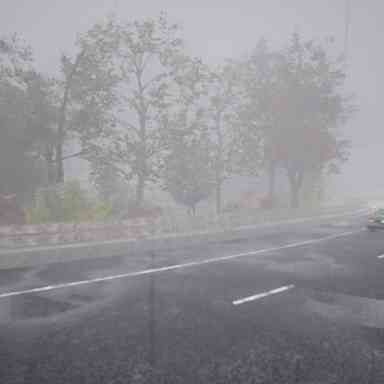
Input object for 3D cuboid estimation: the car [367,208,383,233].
[{"bbox_3d":[11.672,1.590,19.146,2.033,1.411,5.357,0,0,43],"label":"car"}]
